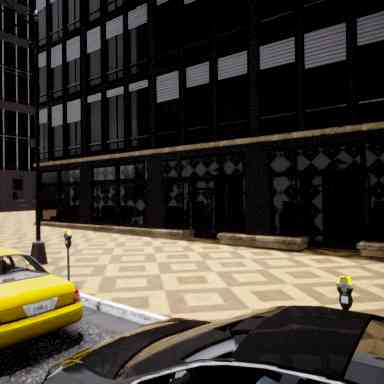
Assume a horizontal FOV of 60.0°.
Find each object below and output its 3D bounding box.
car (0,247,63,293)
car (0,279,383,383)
[{"bbox_3d":[-3.932,1.527,5.859,4.829,1.417,1.752,0,-1,35],"label":"car"},{"bbox_3d":[0.703,1.566,2.345,4.313,1.339,1.947,0,-1,35],"label":"car"}]
